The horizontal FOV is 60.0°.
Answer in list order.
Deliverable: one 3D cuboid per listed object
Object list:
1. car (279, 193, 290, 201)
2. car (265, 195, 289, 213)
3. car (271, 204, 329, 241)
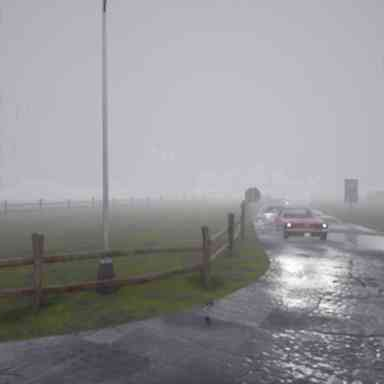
[{"bbox_3d":[17.251,0.934,62.742,2.097,1.767,4.553,0,1,20],"label":"car"},{"bbox_3d":[8.422,1.313,33.942,2.033,1.411,5.357,0,0,13],"label":"car"},{"bbox_3d":[5.143,1.473,16.139,1.895,1.301,4.718,0,0,8],"label":"car"}]
